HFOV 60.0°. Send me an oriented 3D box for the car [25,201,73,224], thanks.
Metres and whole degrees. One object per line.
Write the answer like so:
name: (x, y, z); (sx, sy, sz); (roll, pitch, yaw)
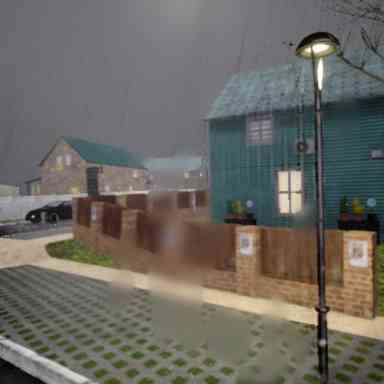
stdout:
car: (-8.779, 1.278, 22.113); (1.994, 1.385, 4.181); (-2, 1, 29)
